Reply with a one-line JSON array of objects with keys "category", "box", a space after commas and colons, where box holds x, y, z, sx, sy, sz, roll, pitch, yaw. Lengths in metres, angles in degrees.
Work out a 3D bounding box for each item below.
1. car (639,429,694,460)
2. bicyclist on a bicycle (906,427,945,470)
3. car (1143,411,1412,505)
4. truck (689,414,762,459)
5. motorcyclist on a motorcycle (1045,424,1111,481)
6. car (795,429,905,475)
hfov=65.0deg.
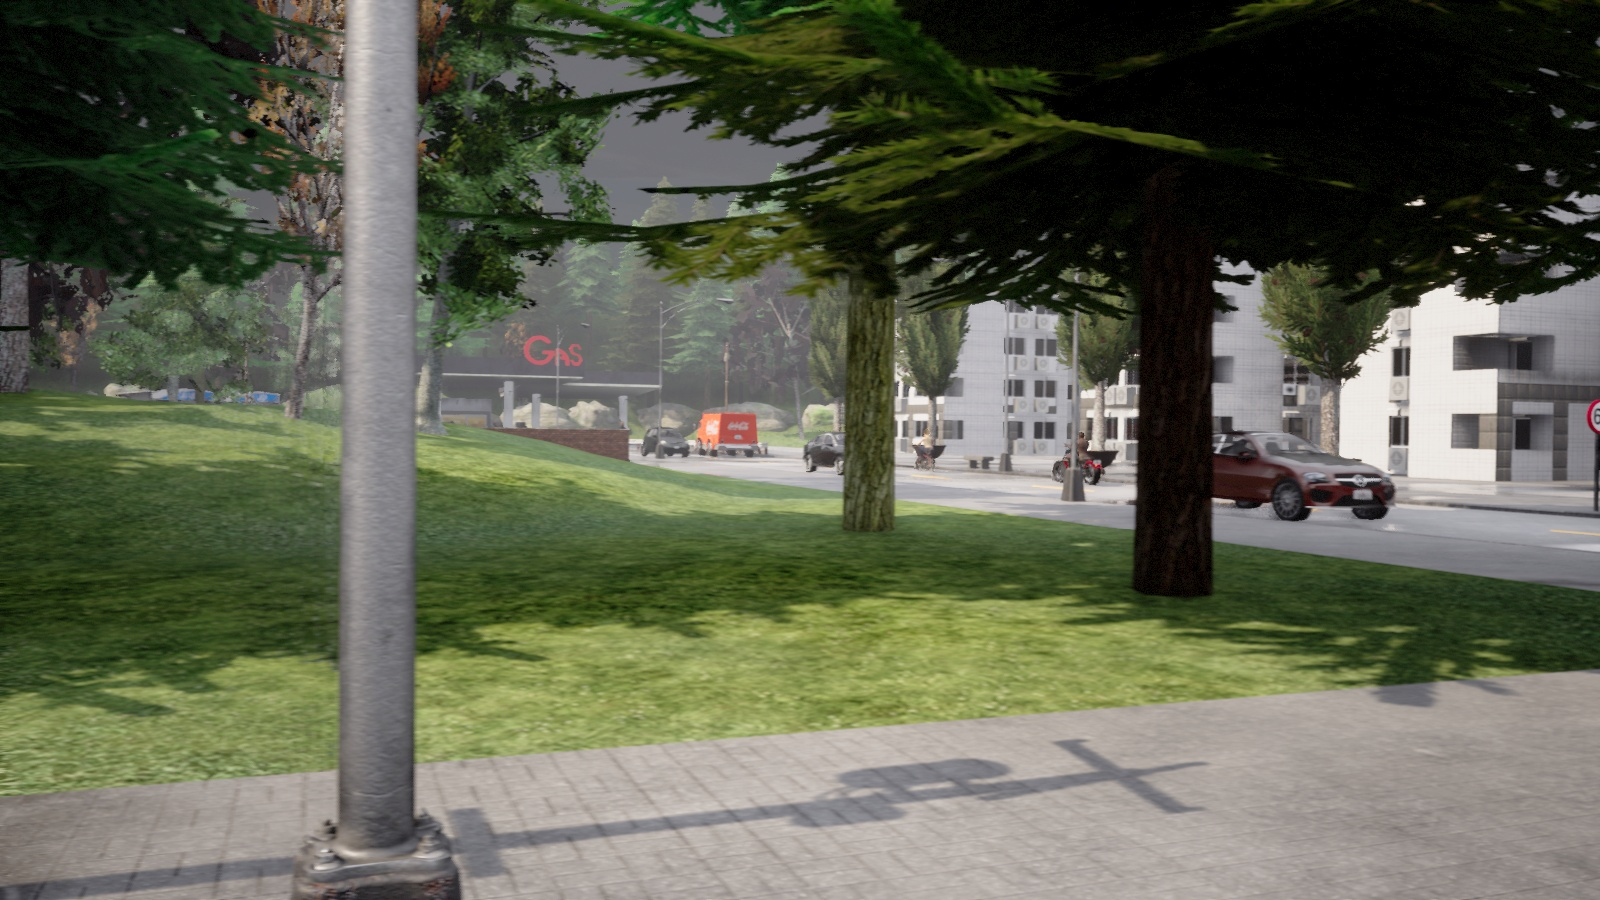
[{"category": "car", "box": [-7.256, -0.311, 68.038, 1.851, 1.617, 3.988, -1, 1, -23]}, {"category": "bicyclist on a bicycle", "box": [4.763, -0.066, 47.691, 0.866, 1.612, 1.509, -1, 1, -21]}, {"category": "car", "box": [9.203, 0.096, 24.734, 2.152, 1.651, 5.027, -1, 1, -21]}, {"category": "truck", "box": [-4.308, -0.778, 71.459, 2.627, 2.467, 5.204, -1, 1, -21]}, {"category": "motorcyclist on a motorcycle", "box": [8.402, 0.065, 38.094, 0.766, 1.649, 2.350, -1, 1, -21]}, {"category": "car", "box": [1.677, 0.033, 44.535, 2.128, 1.511, 4.902, -1, 1, -21]}]
